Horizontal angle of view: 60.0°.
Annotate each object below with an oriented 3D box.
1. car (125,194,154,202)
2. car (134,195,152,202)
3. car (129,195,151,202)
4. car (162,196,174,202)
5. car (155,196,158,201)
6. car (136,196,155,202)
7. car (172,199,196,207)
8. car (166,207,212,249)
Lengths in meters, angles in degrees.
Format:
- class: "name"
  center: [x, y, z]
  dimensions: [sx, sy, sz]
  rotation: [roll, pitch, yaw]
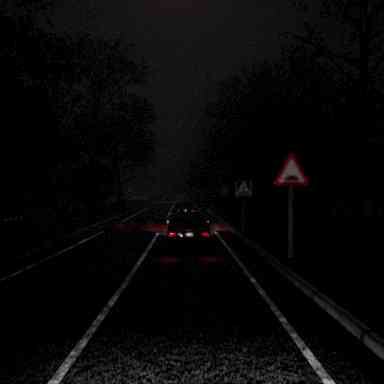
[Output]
- class: "car"
  center: [-12.101, 1.537, 77.010]
  dimensions: [5.366, 1.575, 1.946]
  rotation: [0, -1, -2]
- class: "car"
  center: [-12.550, 1.617, 85.320]
  dimensions: [4.553, 1.767, 2.185]
  rotation: [0, -2, -2]
- class: "car"
  center: [-12.369, 1.601, 79.772]
  dimensions: [4.892, 1.521, 2.231]
  rotation: [0, -1, -2]
- class: "car"
  center: [-5.189, 1.564, 76.659]
  dimensions: [1.994, 1.385, 4.181]
  rotation: [0, -1, -2]
- class: "car"
  center: [-12.568, 1.571, 88.095]
  dimensions: [5.566, 2.045, 2.435]
  rotation: [0, -2, -2]
- class: "car"
  center: [-12.703, 1.935, 90.859]
  dimensions: [4.792, 1.488, 2.163]
  rotation: [0, -2, -2]
- class: "car"
  center: [-0.598, 1.559, 29.691]
  dimensions: [2.033, 1.411, 5.357]
  rotation: [0, 0, -2]
- class: "car"
  center: [-0.172, 1.617, 14.696]
  dimensions: [2.033, 1.411, 5.357]
  rotation: [0, 0, -1]
